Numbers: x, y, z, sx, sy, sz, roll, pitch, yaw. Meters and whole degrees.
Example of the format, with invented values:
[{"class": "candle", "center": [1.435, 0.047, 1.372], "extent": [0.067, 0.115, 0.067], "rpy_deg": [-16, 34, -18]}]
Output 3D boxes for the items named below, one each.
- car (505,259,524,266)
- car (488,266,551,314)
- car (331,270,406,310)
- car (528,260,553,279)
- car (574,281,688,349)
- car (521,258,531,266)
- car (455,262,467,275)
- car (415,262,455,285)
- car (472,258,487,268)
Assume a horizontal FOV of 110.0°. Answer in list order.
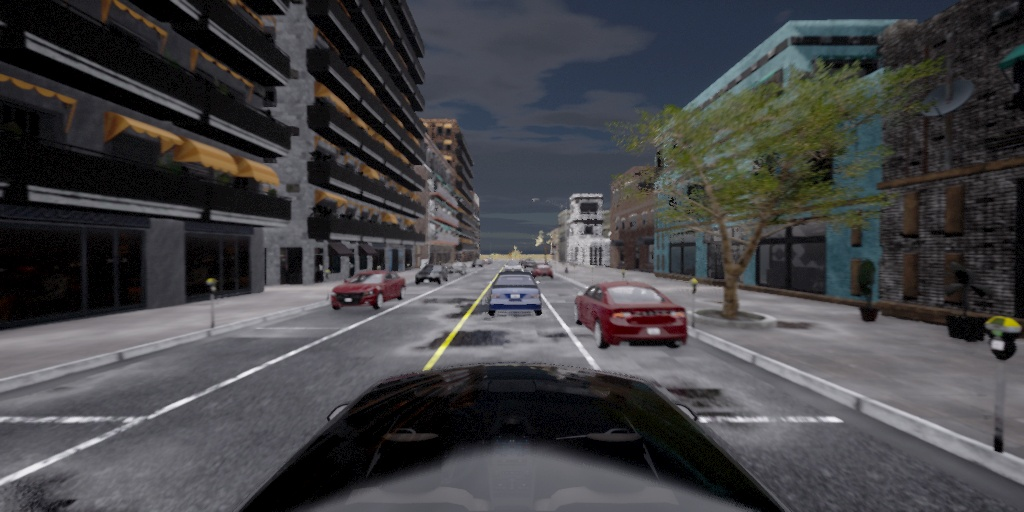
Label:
[{"class": "car", "center": [0.094, 1.313, 41.764], "extent": [1.895, 1.301, 4.718], "rpy_deg": [0, 0, 0]}, {"class": "car", "center": [0.098, 1.286, 13.599], "extent": [2.033, 1.411, 5.357], "rpy_deg": [0, 0, 0]}, {"class": "car", "center": [-5.694, 1.282, 14.727], "extent": [1.888, 1.381, 4.507], "rpy_deg": [0, 0, 0]}, {"class": "car", "center": [2.684, 1.303, 31.732], "extent": [1.802, 1.307, 4.207], "rpy_deg": [0, 0, 0]}, {"class": "car", "center": [2.688, 1.288, 9.021], "extent": [1.888, 1.381, 4.507], "rpy_deg": [0, 0, 0]}, {"class": "car", "center": [2.681, 1.268, 54.441], "extent": [1.948, 1.339, 4.313], "rpy_deg": [0, 0, 0]}, {"class": "car", "center": [-5.697, 1.267, 37.436], "extent": [2.007, 1.370, 4.403], "rpy_deg": [0, 0, 0]}, {"class": "car", "center": [-5.696, 1.292, 26.081], "extent": [1.948, 1.339, 4.313], "rpy_deg": [0, 0, 0]}, {"class": "car", "center": [-5.702, 1.263, 60.146], "extent": [1.948, 1.339, 4.313], "rpy_deg": [0, 0, 0]}]
